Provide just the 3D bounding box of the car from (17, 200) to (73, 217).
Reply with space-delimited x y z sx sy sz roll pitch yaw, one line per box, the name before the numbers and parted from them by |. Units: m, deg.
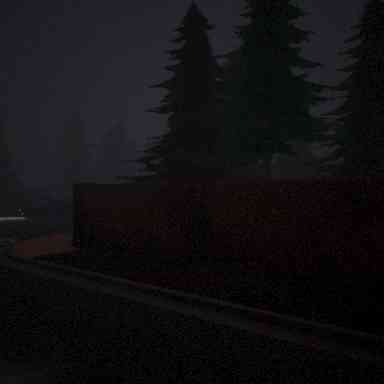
car | -12.905 1.483 30.449 2.033 1.411 5.357 0 0 35
